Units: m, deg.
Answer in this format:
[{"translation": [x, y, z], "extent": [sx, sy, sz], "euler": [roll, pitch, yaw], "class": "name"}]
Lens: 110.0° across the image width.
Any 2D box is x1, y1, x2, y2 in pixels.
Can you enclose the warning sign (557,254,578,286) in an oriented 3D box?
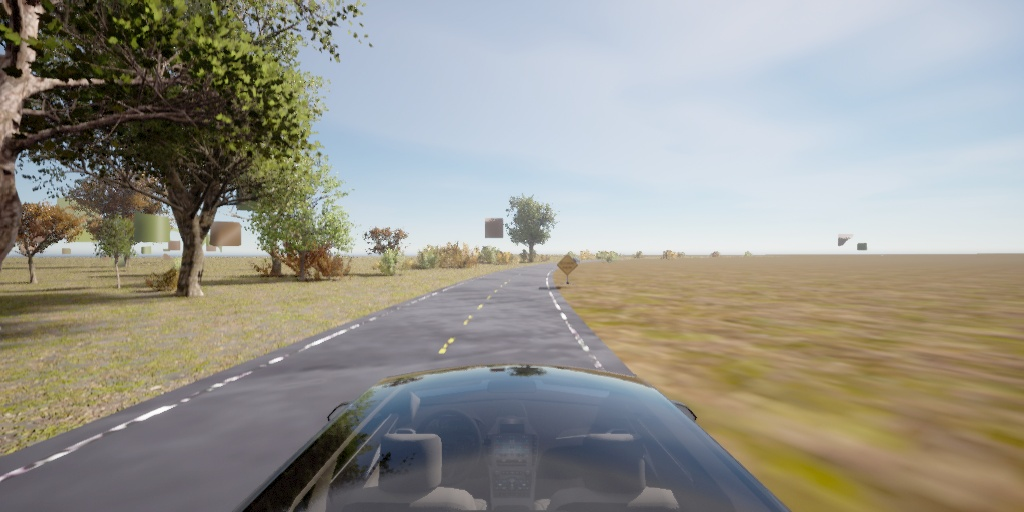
[{"translation": [3.385, 0.836, 21.887], "extent": [1.300, 1.860, 1.060], "euler": [0, 0, 4], "class": "warning sign"}]
